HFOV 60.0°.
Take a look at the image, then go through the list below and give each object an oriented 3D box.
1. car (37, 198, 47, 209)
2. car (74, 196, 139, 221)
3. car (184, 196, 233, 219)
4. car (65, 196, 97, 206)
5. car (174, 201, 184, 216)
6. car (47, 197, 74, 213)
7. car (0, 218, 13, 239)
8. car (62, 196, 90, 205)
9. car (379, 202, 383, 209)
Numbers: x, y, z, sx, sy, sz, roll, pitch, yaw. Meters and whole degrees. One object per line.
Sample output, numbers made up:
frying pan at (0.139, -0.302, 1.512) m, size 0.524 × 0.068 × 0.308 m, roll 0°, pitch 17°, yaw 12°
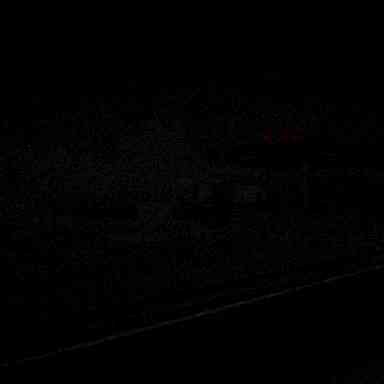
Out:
car at (-19.112, 1.524, 45.318) m, size 3.633 × 1.501 × 1.845 m, roll 0°, pitch 0°, yaw -36°
car at (-6.637, 1.302, 26.639) m, size 4.605 × 1.855 × 1.932 m, roll 0°, pitch 0°, yaw -36°
car at (1.672, 1.293, 28.556) m, size 3.866 × 1.878 × 1.905 m, roll 0°, pitch 0°, yaw -36°
car at (-19.784, 1.545, 59.416) m, size 5.027 × 1.636 × 2.152 m, roll 0°, pitch 0°, yaw -36°
car at (0.230, 1.578, 31.613) m, size 3.806 × 1.475 × 1.970 m, roll 0°, pitch 0°, yaw -36°
car at (-13.321, 1.503, 37.174) m, size 4.514 × 1.523 × 2.007 m, roll 0°, pitch 0°, yaw -36°
car at (-10.724, 1.489, 15.163) m, size 4.514 × 1.523 × 2.007 m, roll 0°, pitch 0°, yaw -36°
car at (-21.655, 1.554, 61.934) m, size 4.514 × 1.523 × 2.007 m, roll 0°, pitch 0°, yaw -36°
car at (29.615, 1.745, 47.933) m, size 2.242 × 1.667 × 4.611 m, roll 0°, pitch 0°, yaw -36°
